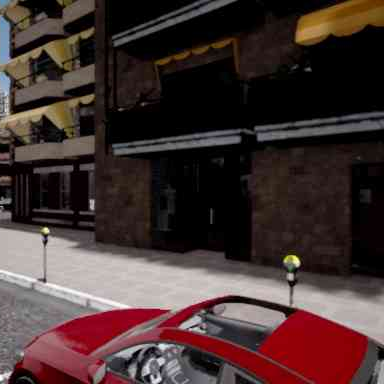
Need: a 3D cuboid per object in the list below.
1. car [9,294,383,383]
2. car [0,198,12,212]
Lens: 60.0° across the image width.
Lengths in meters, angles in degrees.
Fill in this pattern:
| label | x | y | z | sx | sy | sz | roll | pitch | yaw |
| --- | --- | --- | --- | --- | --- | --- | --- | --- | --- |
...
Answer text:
| label | x | y | z | sx | sy | sz | roll | pitch | yaw |
| --- | --- | --- | --- | --- | --- | --- | --- | --- | --- |
| car | 0.187 | 1.580 | 2.744 | 4.206 | 1.307 | 1.802 | 0 | 0 | 36 |
| car | -18.535 | 1.314 | 34.273 | 1.947 | 1.339 | 4.313 | 1 | 1 | 35 |
